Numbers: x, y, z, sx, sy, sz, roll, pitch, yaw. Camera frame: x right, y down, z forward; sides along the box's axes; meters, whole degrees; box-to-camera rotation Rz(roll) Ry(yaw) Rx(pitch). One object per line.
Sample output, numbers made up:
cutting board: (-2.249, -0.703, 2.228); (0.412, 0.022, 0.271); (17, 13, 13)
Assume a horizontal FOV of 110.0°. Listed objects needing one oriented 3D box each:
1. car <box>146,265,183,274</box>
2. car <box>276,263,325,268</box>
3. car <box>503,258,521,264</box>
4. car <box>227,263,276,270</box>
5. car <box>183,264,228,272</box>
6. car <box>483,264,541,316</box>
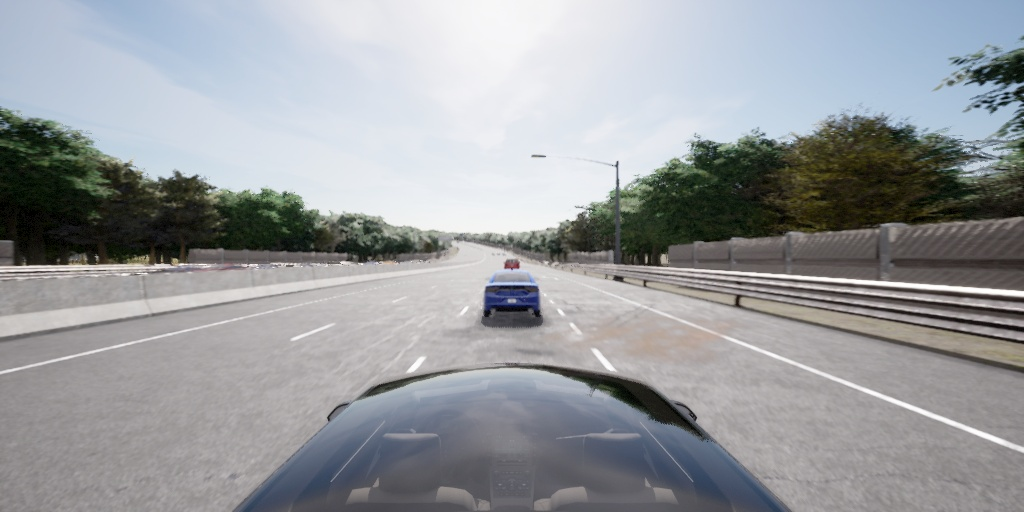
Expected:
car: (-28.075, 1.457, 30.736); (2.033, 1.411, 5.357); (0, -1, 0)
car: (-17.580, 1.402, 31.147); (2.128, 1.511, 4.902); (0, -1, 0)
car: (-0.003, 1.360, 49.288); (2.150, 2.045, 5.566); (0, -1, 0)
car: (-21.081, 1.454, 30.731); (2.033, 1.411, 5.357); (0, -1, 0)
car: (-24.579, 1.384, 30.587); (1.882, 1.535, 5.008); (0, -1, 0)
car: (-0.001, 1.246, 13.530); (1.882, 1.535, 5.008); (0, 0, 0)
